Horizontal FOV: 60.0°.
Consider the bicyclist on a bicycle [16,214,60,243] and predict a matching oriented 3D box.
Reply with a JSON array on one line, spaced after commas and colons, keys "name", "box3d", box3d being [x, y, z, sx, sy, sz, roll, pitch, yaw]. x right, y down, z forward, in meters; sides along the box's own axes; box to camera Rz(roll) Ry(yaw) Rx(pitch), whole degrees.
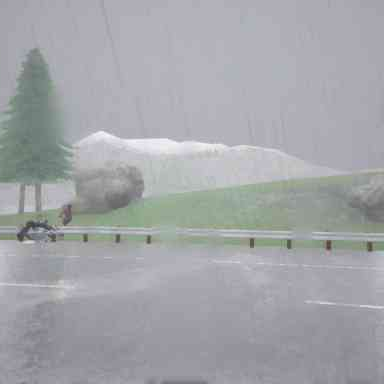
[{"name": "bicyclist on a bicycle", "box3d": [-6.926, 1.757, 14.734, 1.620, 1.656, 0.582, 1, 12, -4]}]

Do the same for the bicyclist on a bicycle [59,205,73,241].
[{"name": "bicyclist on a bicycle", "box3d": [-5.870, 1.389, 15.237, 0.582, 1.620, 1.656, 16, -21, -4]}]
